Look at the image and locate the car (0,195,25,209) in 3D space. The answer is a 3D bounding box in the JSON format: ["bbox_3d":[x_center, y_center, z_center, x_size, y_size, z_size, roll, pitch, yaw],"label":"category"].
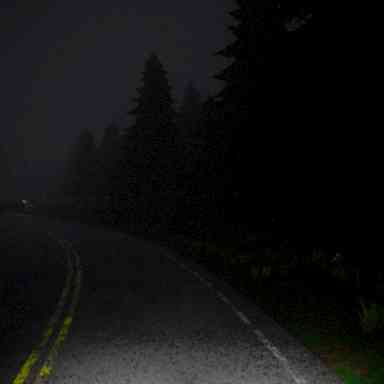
[{"bbox_3d":[-21.871,1.194,40.660,1.837,1.490,4.892,1,0,-18],"label":"car"}]

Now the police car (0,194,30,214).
[{"bbox_3d":[-17.727,1.221,32.574,1.930,1.638,5.238,3,-1,-36],"label":"police car"}]

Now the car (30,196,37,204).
[{"bbox_3d":[-23.128,1.113,46.241,1.801,1.575,5.366,0,0,-7],"label":"car"}]
